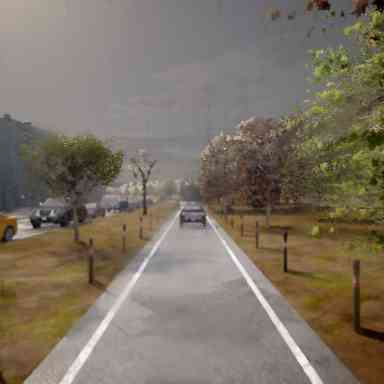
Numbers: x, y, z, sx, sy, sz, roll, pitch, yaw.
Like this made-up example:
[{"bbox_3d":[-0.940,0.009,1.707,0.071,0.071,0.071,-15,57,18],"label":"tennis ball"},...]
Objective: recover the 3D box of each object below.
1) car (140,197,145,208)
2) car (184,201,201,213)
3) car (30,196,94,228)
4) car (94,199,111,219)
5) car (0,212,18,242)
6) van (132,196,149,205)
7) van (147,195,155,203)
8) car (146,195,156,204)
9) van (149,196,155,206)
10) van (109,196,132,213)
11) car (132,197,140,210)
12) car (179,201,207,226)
[{"bbox_3d":[-9.152,1.869,52.143,2.163,1.488,4.792,0,-2,-2],"label":"car"},{"bbox_3d":[0.042,1.866,41.593,1.994,1.385,4.181,0,-1,0],"label":"car"},{"bbox_3d":[-9.078,1.319,23.235,2.435,2.045,5.566,0,-1,0],"label":"car"},{"bbox_3d":[-9.096,1.667,29.977,2.002,1.452,4.674,0,0,0],"label":"car"},{"bbox_3d":[-9.053,1.442,13.349,2.097,1.535,5.008,0,-1,2],"label":"car"},{"bbox_3d":[-9.171,1.681,58.658,1.878,1.987,4.442,0,-2,-3],"label":"van"},{"bbox_3d":[-11.231,1.996,90.835,1.878,1.987,4.442,1,-2,-10],"label":"van"},{"bbox_3d":[-10.512,1.921,85.380,2.435,2.045,5.566,1,-2,-9],"label":"car"},{"bbox_3d":[-9.351,1.783,68.608,1.878,1.987,4.442,0,-2,-2],"label":"van"},{"bbox_3d":[-9.129,1.517,40.950,1.878,1.987,4.442,0,0,2],"label":"van"},{"bbox_3d":[-9.139,1.781,46.633,2.231,1.521,4.892,0,-2,-2],"label":"car"},{"bbox_3d":[0.066,1.644,24.514,2.128,1.511,4.902,0,-1,0],"label":"car"}]
